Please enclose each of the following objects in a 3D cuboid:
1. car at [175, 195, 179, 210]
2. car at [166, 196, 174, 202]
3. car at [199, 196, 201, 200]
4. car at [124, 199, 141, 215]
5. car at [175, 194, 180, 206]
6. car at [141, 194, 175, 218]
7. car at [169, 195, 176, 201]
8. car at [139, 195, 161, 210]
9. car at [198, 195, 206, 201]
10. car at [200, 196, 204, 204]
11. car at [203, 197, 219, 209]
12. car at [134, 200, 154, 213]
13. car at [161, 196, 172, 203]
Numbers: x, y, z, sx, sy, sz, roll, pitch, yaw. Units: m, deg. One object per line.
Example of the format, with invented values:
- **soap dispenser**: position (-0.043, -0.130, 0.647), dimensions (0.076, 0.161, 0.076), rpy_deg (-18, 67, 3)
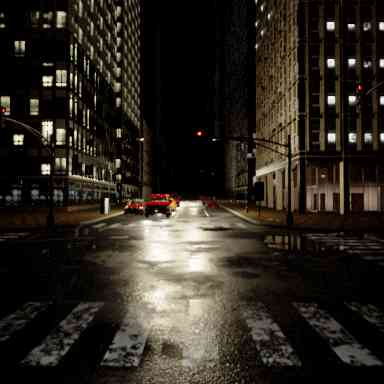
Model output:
- **car**: position (-3.036, 1.534, 41.554), dimensions (1.882, 1.535, 5.008), rpy_deg (0, 0, 0)
- **car**: position (-5.550, 1.661, 83.974), dimensions (1.887, 1.381, 4.507), rpy_deg (1, 0, 0)
- **car**: position (2.796, 1.651, 61.730), dimensions (1.947, 1.339, 4.313), rpy_deg (1, 0, 0)
- **car**: position (-5.623, 1.486, 33.798), dimensions (1.967, 1.590, 4.097), rpy_deg (1, 0, 0)
- **car**: position (-3.013, 1.293, 52.053), dimensions (2.150, 2.045, 5.566), rpy_deg (0, 0, 0)
- **car**: position (-3.047, 1.264, 31.127), dimensions (2.150, 2.045, 5.566), rpy_deg (0, 0, 0)
- **car**: position (-5.534, 1.698, 95.125), dimensions (1.947, 1.339, 4.313), rpy_deg (1, 0, 0)
- **car**: position (-5.604, 1.377, 44.949), dimensions (2.192, 1.841, 5.009), rpy_deg (1, 0, 0)
- **car**: position (2.847, 1.677, 95.193), dimensions (1.887, 1.381, 4.507), rpy_deg (1, 0, 0)
- **car**: position (2.789, 1.603, 56.323), dimensions (1.752, 1.417, 4.829), rpy_deg (1, 0, 0)
- **car**: position (2.770, 1.644, 44.997), dimensions (1.802, 1.307, 4.206), rpy_deg (1, 0, 0)
- **car**: position (-5.618, 1.636, 39.373), dimensions (1.802, 1.307, 4.206), rpy_deg (1, 0, 0)
- **car**: position (-5.567, 1.645, 72.824), dimensions (1.887, 1.381, 4.507), rpy_deg (1, 0, 0)
